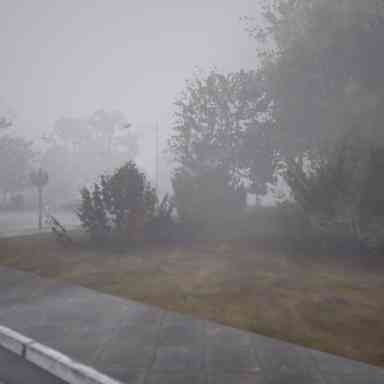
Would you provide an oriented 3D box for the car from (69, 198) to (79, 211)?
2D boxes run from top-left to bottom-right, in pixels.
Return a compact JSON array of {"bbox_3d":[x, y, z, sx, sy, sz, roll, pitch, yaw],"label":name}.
[{"bbox_3d":[-10.137,1.557,35.261,1.895,1.301,4.718,0,0,32],"label":"car"}]

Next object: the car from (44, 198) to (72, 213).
[{"bbox_3d":[-13.639,1.442,36.269,2.128,1.511,4.902,0,0,32],"label":"car"}]

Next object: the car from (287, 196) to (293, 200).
[{"bbox_3d":[25.324,1.503,84.780,1.994,1.385,4.181,0,0,32],"label":"car"}]
